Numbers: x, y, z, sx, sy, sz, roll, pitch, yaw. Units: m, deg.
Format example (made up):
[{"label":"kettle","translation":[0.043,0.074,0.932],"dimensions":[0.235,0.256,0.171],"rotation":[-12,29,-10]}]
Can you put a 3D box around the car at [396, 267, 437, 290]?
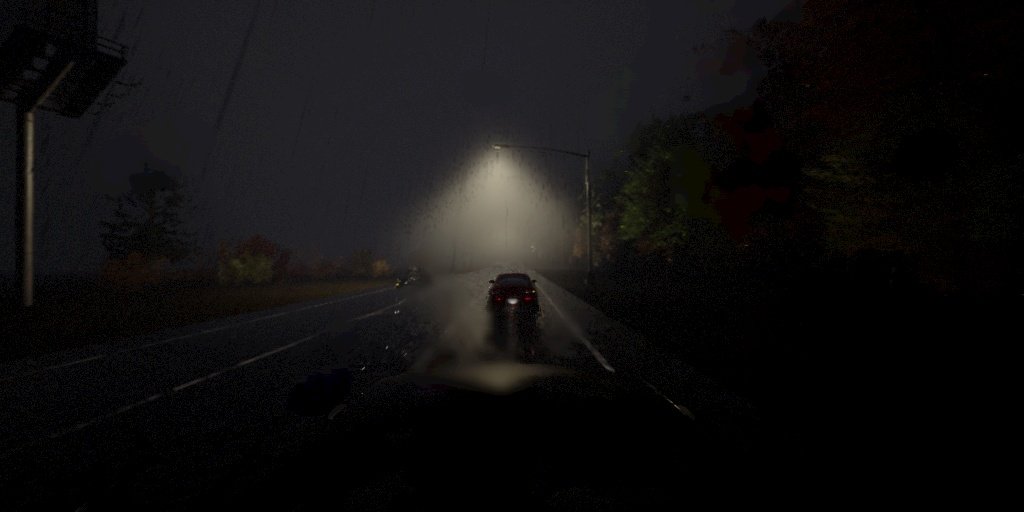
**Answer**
[{"label":"car","translation":[-6.742,1.553,25.679],"dimensions":[1.837,1.490,4.892],"rotation":[-1,-1,2]}]

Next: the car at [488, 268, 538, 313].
[{"label":"car","translation":[0.048,1.393,14.575],"dimensions":[1.812,1.442,4.674],"rotation":[-1,-1,0]}]
